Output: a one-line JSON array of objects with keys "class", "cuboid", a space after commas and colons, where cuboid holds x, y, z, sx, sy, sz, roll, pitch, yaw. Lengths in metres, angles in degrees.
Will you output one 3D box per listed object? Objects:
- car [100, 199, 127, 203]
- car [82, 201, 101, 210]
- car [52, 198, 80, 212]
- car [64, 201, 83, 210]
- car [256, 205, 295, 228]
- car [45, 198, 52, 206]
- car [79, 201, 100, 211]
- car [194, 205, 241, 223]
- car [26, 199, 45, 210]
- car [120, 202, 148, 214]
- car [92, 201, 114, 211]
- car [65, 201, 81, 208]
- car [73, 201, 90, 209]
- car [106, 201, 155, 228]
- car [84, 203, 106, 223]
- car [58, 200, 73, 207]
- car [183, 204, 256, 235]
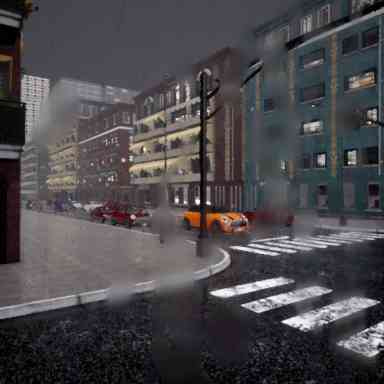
[{"class": "car", "cuboid": [-10.620, 1.854, 46.817, 2.192, 1.841, 5.009, -1, 0, -35]}, {"class": "car", "cuboid": [-16.976, 2.257, 55.909, 1.802, 1.307, 4.206, -1, 0, -35]}, {"class": "car", "cuboid": [-18.690, 1.961, 49.089, 2.097, 1.767, 4.553, 0, -1, -35]}, {"class": "car", "cuboid": [-19.718, 2.211, 55.369, 1.812, 1.442, 4.674, 0, -1, -35]}, {"class": "car", "cuboid": [5.291, 1.638, 24.088, 1.967, 1.590, 4.097, -1, 0, -35]}, {"class": "car", "cuboid": [-32.882, 2.327, 78.644, 2.192, 1.841, 5.009, -1, 0, -35]}, {"class": "car", "cuboid": [-14.020, 2.090, 47.292, 1.812, 1.442, 4.674, 0, -1, -35]}, {"class": "car", "cuboid": [2.110, 1.848, 28.632, 1.802, 1.307, 4.206, -1, 0, -35]}, {"class": "car", "cuboid": [-26.604, 2.170, 55.922, 1.967, 1.590, 4.097, -1, 0, -35]}, {"class": "car", "cuboid": [-7.435, 2.037, 42.269, 1.947, 1.339, 4.313, -1, 0, -35]}, {"class": "car", "cuboid": [-13.796, 2.158, 51.363, 2.008, 1.369, 4.403, -1, 0, -35]}, {"class": "car", "cuboid": [-23.337, 2.376, 65.003, 1.947, 1.339, 4.313, -1, 0, -35]}, {"class": "car", "cuboid": [-20.157, 2.325, 60.456, 1.802, 1.307, 4.206, -1, 0, -35]}, {"class": "car", "cuboid": [-4.341, 1.693, 24.095, 1.967, 1.590, 4.097, -1, 0, -35]}, {"class": "car", "cuboid": [-7.519, 1.903, 28.642, 1.802, 1.307, 4.206, -1, 0, -35]}, {"class": "car", "cuboid": [-26.518, 2.428, 69.549, 2.008, 1.369, 4.403, -1, 0, -35]}, {"class": "car", "cuboid": [1.358, 1.530, 20.284, 2.097, 1.767, 4.553, 0, -1, -35]}]
